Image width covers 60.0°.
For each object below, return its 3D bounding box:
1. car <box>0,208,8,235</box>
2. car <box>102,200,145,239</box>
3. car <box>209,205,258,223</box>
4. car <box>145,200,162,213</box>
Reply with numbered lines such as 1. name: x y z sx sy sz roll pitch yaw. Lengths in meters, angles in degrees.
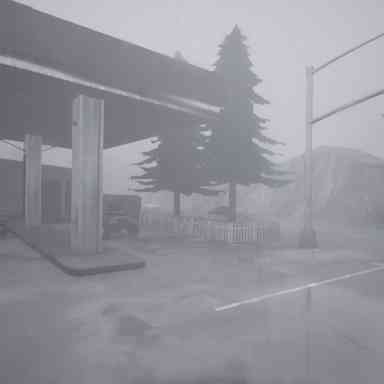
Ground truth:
1. car: -11.640 1.520 18.488 2.242 1.667 4.611 1 0 -36
2. car: -4.509 1.446 18.283 1.905 1.878 3.866 1 0 -36
3. car: 3.169 1.767 26.365 1.812 1.442 4.674 1 0 -35
4. car: -5.192 1.670 38.223 1.812 1.442 4.674 1 0 -35
